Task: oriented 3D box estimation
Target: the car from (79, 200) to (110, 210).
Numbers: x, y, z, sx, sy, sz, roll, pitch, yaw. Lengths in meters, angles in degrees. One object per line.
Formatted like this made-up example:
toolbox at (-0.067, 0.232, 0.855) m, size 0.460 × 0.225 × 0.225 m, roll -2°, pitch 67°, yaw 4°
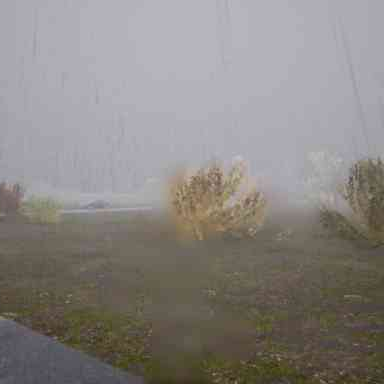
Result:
car at (-14.707, 1.920, 50.222) m, size 1.837 × 1.490 × 4.892 m, roll -1°, pitch -2°, yaw 36°

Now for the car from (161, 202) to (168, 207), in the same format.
car at (-3.927, 2.215, 65.057) m, size 1.895 × 1.301 × 4.718 m, roll -1°, pitch -1°, yaw 36°
